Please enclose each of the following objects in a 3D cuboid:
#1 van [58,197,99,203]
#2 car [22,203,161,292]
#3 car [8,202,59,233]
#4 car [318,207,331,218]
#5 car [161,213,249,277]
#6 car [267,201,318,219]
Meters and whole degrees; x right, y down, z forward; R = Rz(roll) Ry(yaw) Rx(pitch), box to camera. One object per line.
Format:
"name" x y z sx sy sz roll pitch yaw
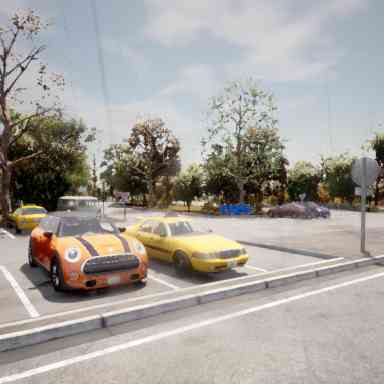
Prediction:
"van" -7.177 1.273 21.098 1.878 1.987 4.442 0 0 -36
"car" -3.022 1.350 9.167 2.185 1.767 4.553 0 0 -36
"car" -9.626 1.479 19.717 1.946 1.575 5.366 0 0 -36
"car" 12.232 1.788 35.153 2.185 1.767 4.553 2 -1 -35
"car" -0.525 1.491 10.689 1.946 1.575 5.366 0 0 -36
"car" 9.677 1.881 33.269 2.002 1.452 4.674 2 -1 -36
